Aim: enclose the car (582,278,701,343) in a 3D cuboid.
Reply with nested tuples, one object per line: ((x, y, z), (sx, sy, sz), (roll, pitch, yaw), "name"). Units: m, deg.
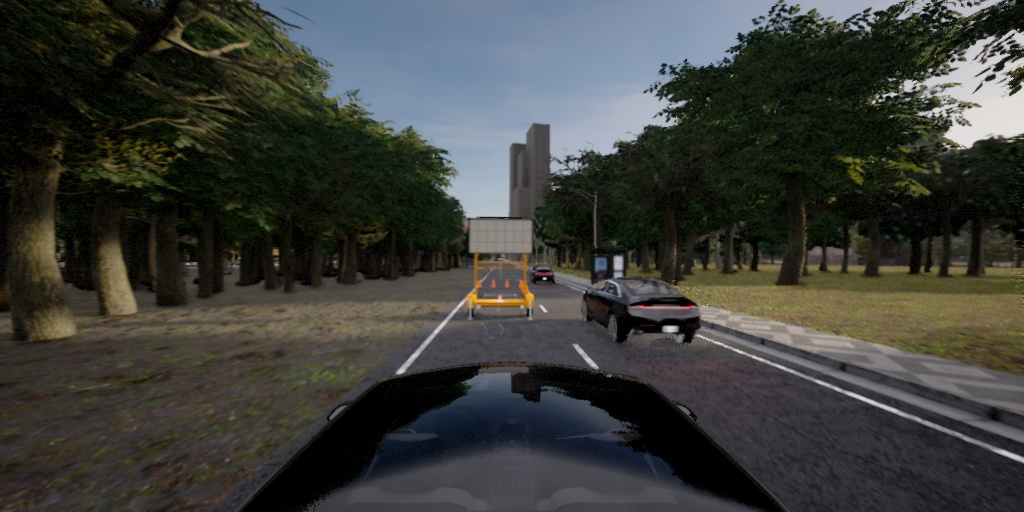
((3.280, 1.354, 10.020), (2.128, 1.511, 4.902), (0, -1, -2), "car")

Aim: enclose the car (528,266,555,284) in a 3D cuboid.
((2.590, 1.613, 31.688), (1.837, 1.490, 4.892), (0, -1, -2), "car")

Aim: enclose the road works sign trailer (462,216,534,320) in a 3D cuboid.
((-0.431, 0.340, 13.289), (2.380, 3.560, 2.880), (0, 0, -2), "road works sign trailer")
